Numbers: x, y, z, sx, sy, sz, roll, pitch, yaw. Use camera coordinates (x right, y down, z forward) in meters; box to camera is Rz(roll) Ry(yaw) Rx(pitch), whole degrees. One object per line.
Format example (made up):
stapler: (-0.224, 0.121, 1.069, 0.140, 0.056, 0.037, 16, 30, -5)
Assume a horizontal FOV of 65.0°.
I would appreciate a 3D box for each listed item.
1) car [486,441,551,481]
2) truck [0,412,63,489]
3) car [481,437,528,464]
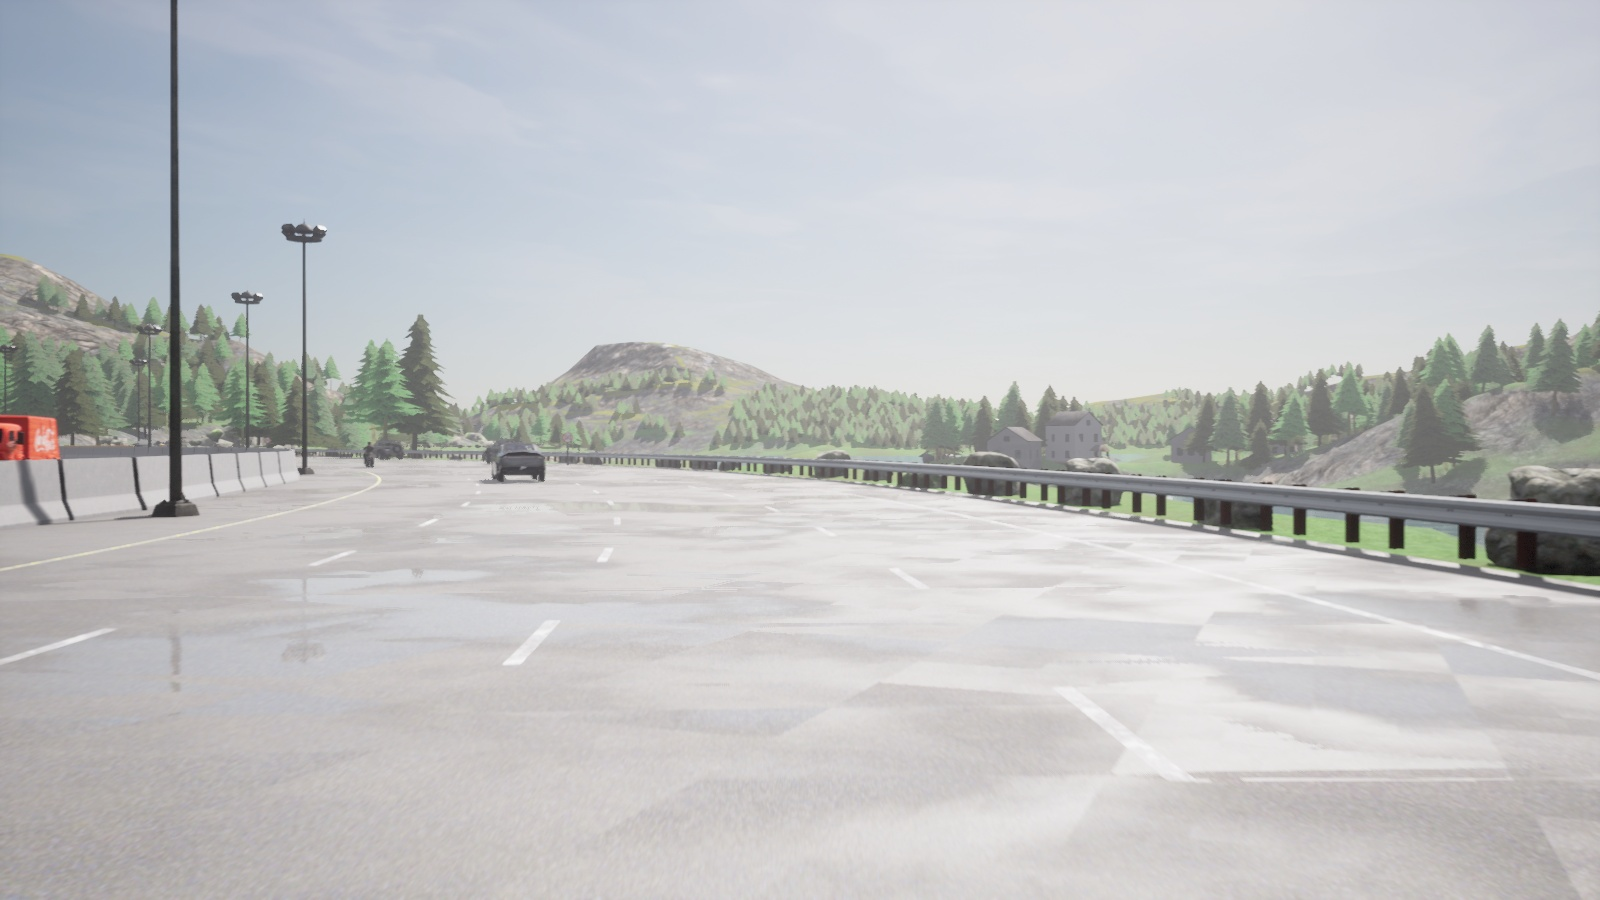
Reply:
car: (-11.313, 0.411, 50.188, 2.128, 1.511, 4.902, 0, 0, -17)
truck: (-27.350, -0.003, 42.846, 2.627, 2.467, 5.204, 0, 0, -17)
car: (-20.896, 0.047, 88.774, 1.932, 1.855, 4.605, 0, 0, -31)
